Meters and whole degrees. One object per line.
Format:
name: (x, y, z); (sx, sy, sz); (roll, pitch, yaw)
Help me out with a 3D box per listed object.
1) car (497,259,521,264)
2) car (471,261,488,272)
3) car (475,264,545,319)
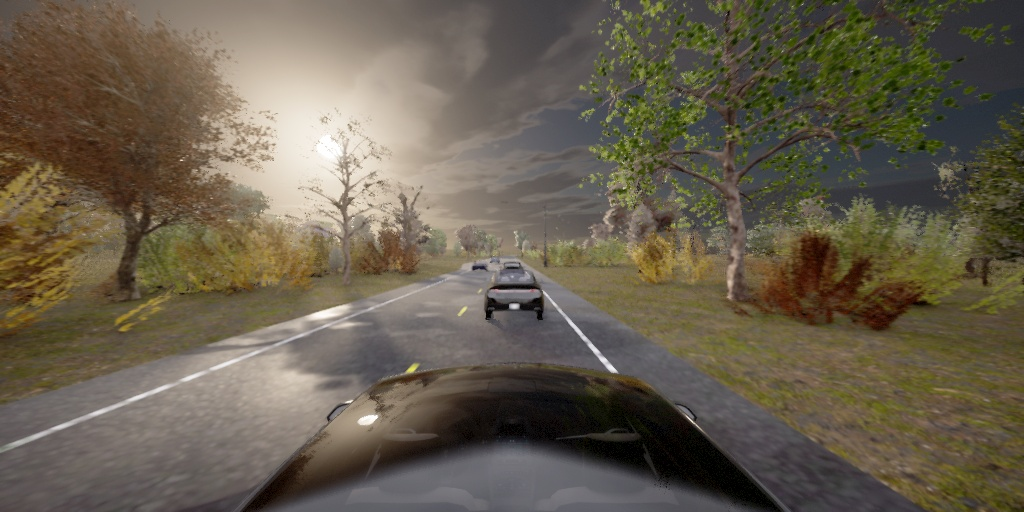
car: (0.016, 1.186, 28.229); (1.837, 1.490, 4.892); (0, 0, 0)
car: (-3.811, 1.231, 43.072); (1.895, 1.301, 4.718); (0, 0, -1)
car: (0.070, 1.214, 12.620); (2.128, 1.511, 4.902); (0, 0, 0)
